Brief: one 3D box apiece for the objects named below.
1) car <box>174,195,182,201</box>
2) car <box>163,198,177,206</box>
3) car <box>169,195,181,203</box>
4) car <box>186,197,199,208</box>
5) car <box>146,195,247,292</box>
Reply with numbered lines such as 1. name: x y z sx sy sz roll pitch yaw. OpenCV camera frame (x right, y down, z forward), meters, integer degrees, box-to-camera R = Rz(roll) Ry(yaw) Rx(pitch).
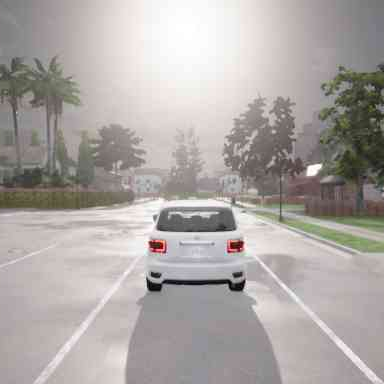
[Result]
1. car: -3.510 1.508 83.658 1.895 1.301 4.718 0 0 0
2. car: -3.588 1.597 54.443 1.895 1.301 4.718 0 0 0
3. car: -3.514 1.500 68.474 2.128 1.511 4.902 0 0 0
4. car: 0.094 1.501 48.413 1.837 1.490 4.892 0 0 0
5. car: 0.064 1.221 9.073 2.150 2.045 5.566 0 0 -1
